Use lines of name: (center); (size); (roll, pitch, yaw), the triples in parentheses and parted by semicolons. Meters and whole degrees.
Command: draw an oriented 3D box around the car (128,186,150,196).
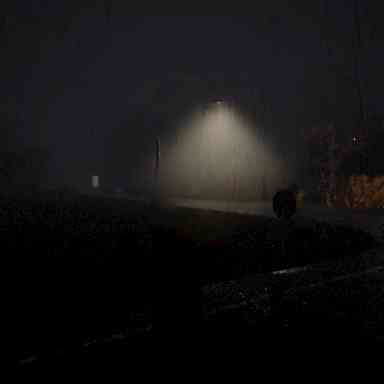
car: (-8.647, -0.229, 53.937); (2.097, 1.767, 4.553); (1, 1, -36)

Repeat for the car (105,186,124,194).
car: (-14.495, -0.357, 62.097); (2.033, 1.411, 5.357); (1, 1, -36)
